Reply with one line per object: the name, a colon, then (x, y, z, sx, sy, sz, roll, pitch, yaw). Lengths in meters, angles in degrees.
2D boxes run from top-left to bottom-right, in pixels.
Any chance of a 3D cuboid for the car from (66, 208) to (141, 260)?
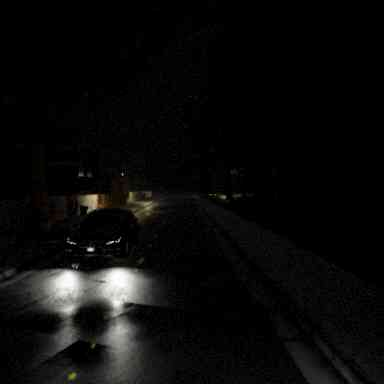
car: (-3.015, 1.399, 12.110, 1.837, 1.490, 4.892, -1, 1, -1)
